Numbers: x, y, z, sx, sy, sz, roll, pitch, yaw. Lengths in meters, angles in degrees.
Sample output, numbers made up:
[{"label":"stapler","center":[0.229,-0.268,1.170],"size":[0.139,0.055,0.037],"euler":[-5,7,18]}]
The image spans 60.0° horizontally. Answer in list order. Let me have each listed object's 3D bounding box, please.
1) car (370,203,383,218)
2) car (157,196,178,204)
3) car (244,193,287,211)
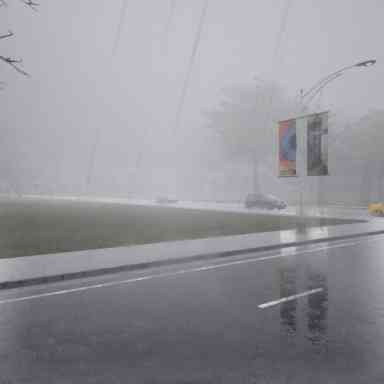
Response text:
[{"label":"car","center":[17.460,1.507,27.689],"size":[1.882,1.535,5.008],"euler":[1,0,-26]},{"label":"car","center":[-4.376,1.389,58.673],"size":[1.882,1.535,5.008],"euler":[0,0,-36]},{"label":"car","center":[8.835,1.196,40.479],"size":[2.150,2.045,5.566],"euler":[0,0,-36]}]
